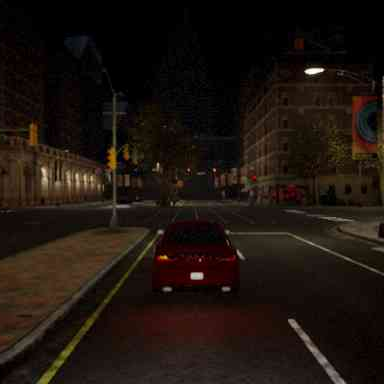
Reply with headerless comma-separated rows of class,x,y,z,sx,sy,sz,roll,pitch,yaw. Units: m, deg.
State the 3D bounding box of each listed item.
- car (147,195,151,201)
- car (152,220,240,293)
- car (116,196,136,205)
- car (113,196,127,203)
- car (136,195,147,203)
car,-11.719,1.459,86.201,1.882,1.535,5.008,0,0,0
car,0.061,1.476,8.923,1.882,1.535,5.008,0,0,-1
car,-11.706,1.588,59.006,1.895,1.301,4.718,0,0,0
car,-14.924,1.580,69.136,1.895,1.301,4.718,0,0,0
car,-11.681,1.524,71.446,2.033,1.411,5.357,0,0,0
